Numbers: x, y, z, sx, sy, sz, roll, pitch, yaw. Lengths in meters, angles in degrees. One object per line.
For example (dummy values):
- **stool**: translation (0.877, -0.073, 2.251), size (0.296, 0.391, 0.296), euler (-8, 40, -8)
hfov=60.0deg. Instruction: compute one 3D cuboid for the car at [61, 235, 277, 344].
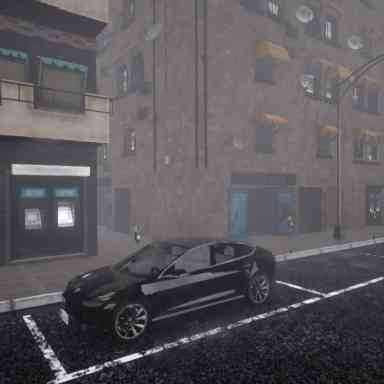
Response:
- **car**: translation (-0.202, 1.566, 6.431), size (4.313, 1.339, 1.947), euler (0, 0, -36)
